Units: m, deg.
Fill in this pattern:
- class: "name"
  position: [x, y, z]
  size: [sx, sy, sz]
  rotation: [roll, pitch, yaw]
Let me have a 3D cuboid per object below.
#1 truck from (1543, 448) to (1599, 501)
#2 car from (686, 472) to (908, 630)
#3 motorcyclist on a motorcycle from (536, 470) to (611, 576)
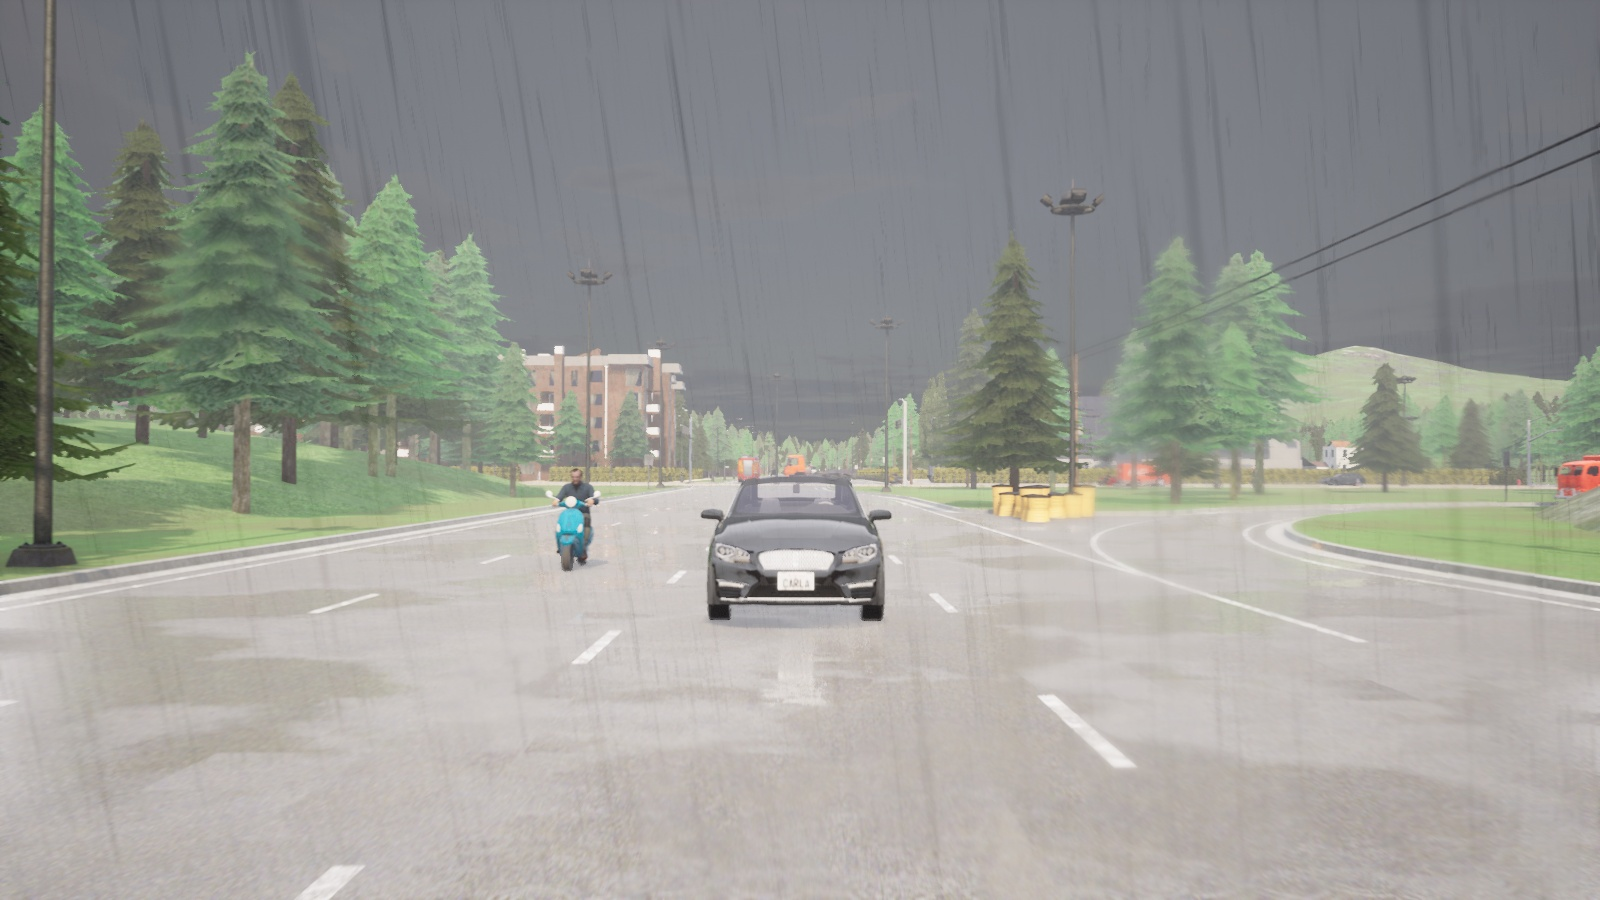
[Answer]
- class: "truck"
  position: [38.812, 1.177, 60.001]
  size: [5.204, 2.467, 2.627]
  rotation: [0, -1, -11]
- class: "car"
  position: [-0.036, 1.015, 14.535]
  size: [2.128, 1.511, 4.902]
  rotation: [0, -1, 0]
- class: "motorcyclist on a motorcycle"
  position: [-3.549, 1.114, 19.846]
  size: [0.866, 1.590, 1.817]
  rotation: [0, -1, 0]
